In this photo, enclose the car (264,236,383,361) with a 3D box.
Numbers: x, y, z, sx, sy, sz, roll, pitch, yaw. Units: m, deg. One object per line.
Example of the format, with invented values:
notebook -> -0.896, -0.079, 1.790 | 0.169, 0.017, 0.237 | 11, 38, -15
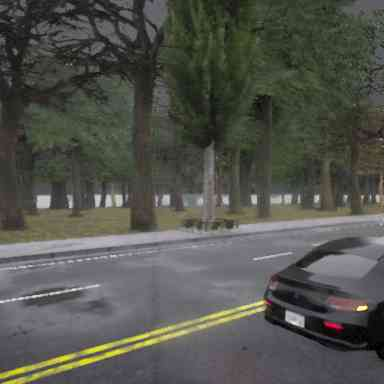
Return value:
car -> 3.237, 1.512, 5.751 | 4.674, 1.442, 1.812 | 0, 0, -35
